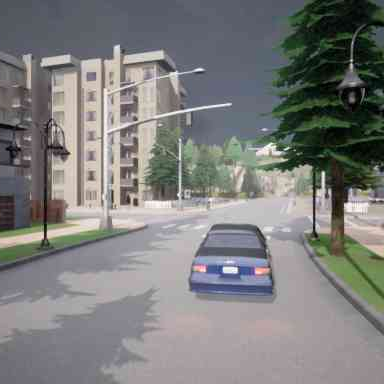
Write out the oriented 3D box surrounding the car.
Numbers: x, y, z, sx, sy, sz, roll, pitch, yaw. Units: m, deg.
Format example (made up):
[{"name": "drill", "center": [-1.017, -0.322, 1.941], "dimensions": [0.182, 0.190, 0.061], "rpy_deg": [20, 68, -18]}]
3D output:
[{"name": "car", "center": [1.138, 1.547, 8.865], "dimensions": [2.033, 1.411, 5.357], "rpy_deg": [0, 0, 9]}]
